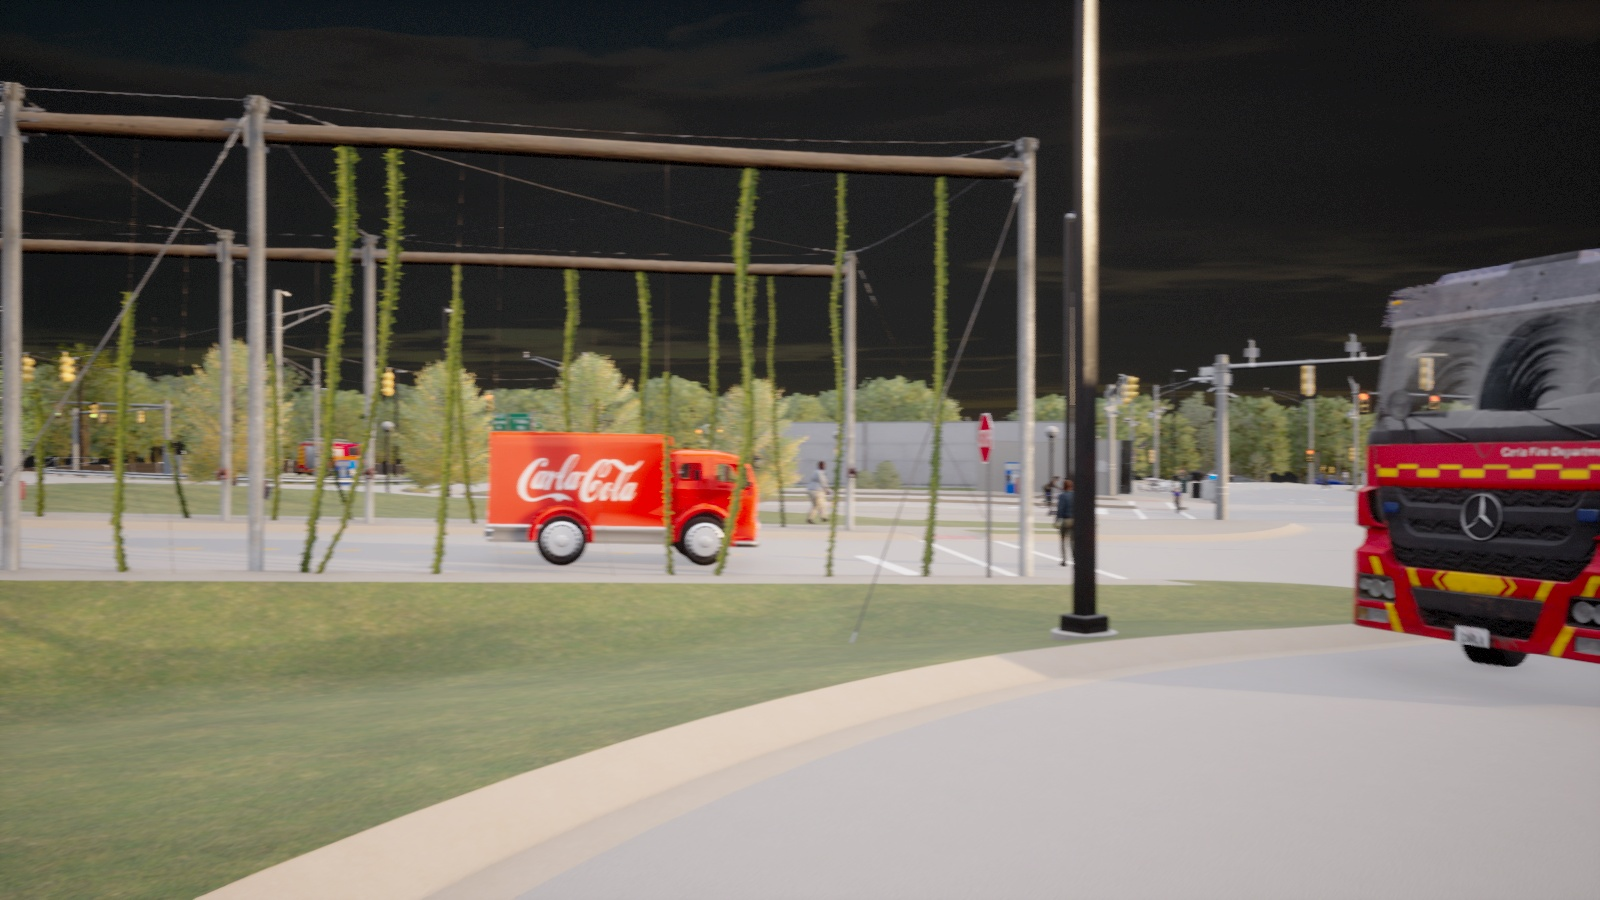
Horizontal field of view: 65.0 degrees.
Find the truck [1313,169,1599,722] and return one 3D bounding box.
[{"bbox_3d":[9.068,0.084,11.304,8.468,3.827,2.891,2,-1,-20],"label":"truck"}]

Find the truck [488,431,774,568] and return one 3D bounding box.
[{"bbox_3d":[-3.335,0.944,24.479,5.204,2.467,2.627,1,0,-12],"label":"truck"}]

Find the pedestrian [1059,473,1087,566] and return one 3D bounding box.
[{"bbox_3d":[5.462,1.379,25.161,0.370,1.835,0.726,0,0,-1],"label":"pedestrian"}]

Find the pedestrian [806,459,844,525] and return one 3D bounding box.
[{"bbox_3d":[0.703,1.193,35.972,0.900,1.855,0.874,0,0,-12],"label":"pedestrian"}]
